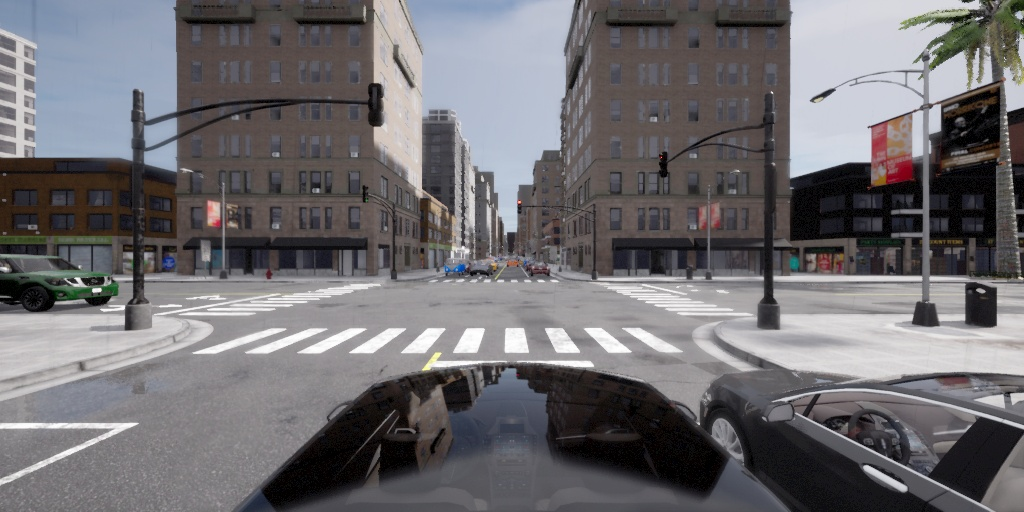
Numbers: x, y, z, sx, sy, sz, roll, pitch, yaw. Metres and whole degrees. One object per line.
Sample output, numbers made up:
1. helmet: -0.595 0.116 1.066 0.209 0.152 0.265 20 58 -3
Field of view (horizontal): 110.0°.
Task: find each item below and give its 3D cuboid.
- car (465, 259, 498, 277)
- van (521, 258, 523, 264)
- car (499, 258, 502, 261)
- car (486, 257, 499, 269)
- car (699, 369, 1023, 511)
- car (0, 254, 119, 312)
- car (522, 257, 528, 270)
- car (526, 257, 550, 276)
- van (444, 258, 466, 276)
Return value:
1. car: -2.999 1.299 36.636 2.033 1.411 5.357 0 0 4
2. van: 2.796 1.093 59.105 1.690 1.789 3.998 0 0 0
3. car: -2.971 1.354 56.256 1.895 1.301 4.718 0 0 0
4. car: -3.003 1.231 46.337 1.882 1.535 5.008 0 0 0
5. car: 2.668 1.300 1.778 2.007 1.370 4.403 0 0 0
6. car: -18.522 0.949 13.593 5.566 2.045 2.150 0 0 0
7. car: 2.769 1.193 47.766 1.967 1.591 4.097 0 0 0
8. car: 2.742 1.192 36.428 1.967 1.591 4.097 0 0 0
9. van: -5.784 1.093 36.446 1.690 1.789 3.998 0 0 0
